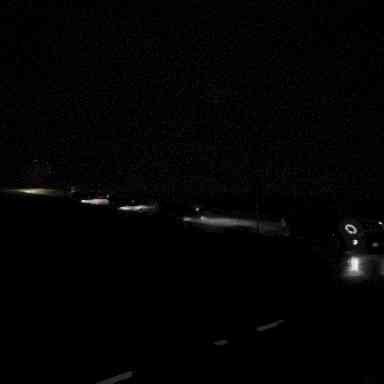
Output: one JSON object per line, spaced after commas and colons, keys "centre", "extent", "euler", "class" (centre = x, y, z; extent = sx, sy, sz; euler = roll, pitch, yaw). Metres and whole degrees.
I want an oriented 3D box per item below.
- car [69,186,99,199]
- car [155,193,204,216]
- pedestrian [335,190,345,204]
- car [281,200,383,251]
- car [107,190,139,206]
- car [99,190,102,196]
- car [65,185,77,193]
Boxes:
{"centre": [-14.437, 0.235, 44.291], "extent": [1.895, 1.301, 4.718], "euler": [-3, 4, -34], "class": "car"}
{"centre": [-1.038, 0.886, 25.248], "extent": [2.128, 1.511, 4.902], "euler": [-3, 4, -35], "class": "car"}
{"centre": [9.282, 0.783, 20.972], "extent": [0.375, 1.860, 0.375], "euler": [-1, 1, -35], "class": "pedestrian"}
{"centre": [5.818, 1.219, 14.045], "extent": [2.097, 1.767, 4.553], "euler": [-3, 3, -21], "class": "car"}
{"centre": [-7.063, 0.550, 33.787], "extent": [1.837, 1.490, 4.892], "euler": [-3, 4, -35], "class": "car"}
{"centre": [-15.523, -0.083, 50.866], "extent": [1.895, 1.301, 4.718], "euler": [-3, 4, -35], "class": "car"}
{"centre": [-21.405, -0.491, 59.184], "extent": [2.128, 1.511, 4.902], "euler": [-3, 4, -35], "class": "car"}
